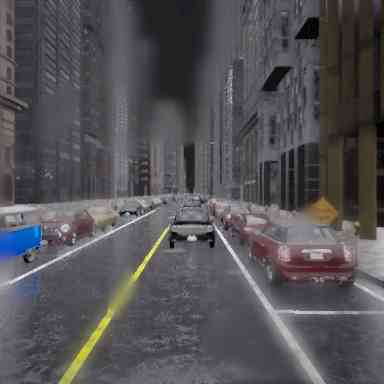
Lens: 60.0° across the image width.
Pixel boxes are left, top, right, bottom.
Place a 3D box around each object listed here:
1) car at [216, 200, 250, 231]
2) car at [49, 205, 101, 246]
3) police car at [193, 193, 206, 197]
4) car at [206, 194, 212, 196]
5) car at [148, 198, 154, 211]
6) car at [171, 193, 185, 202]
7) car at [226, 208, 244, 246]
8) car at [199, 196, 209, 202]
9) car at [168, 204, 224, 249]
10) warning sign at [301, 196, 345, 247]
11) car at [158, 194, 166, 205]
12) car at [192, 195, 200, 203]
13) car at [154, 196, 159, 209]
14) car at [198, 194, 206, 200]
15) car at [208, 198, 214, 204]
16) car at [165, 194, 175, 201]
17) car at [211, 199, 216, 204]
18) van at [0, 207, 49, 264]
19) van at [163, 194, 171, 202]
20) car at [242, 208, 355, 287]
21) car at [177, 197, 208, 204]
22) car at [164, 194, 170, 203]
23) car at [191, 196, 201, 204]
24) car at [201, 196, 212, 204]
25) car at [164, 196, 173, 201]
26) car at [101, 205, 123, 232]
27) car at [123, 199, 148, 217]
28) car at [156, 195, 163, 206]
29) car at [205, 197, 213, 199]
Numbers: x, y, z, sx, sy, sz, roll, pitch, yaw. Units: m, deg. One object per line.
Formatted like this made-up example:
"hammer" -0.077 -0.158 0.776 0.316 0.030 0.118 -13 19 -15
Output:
"car" 2.760 1.442 20.566 1.967 1.590 4.097 0 0 0
"car" -5.765 1.440 14.917 1.967 1.590 4.097 0 0 0
"police car" 0.887 1.449 57.069 1.930 1.638 5.238 0 0 0
"car" 2.759 1.341 60.050 2.192 1.841 5.009 0 0 0
"car" -5.765 1.534 37.310 1.752 1.417 4.829 0 0 0
"car" -3.000 1.343 76.740 2.097 1.767 4.553 0 0 0
"car" 2.761 1.582 14.926 1.802 1.307 4.206 0 0 0
"car" 2.760 1.596 76.971 2.008 1.369 4.403 0 0 0
"car" 0.000 1.496 14.651 2.128 1.511 4.902 0 0 0
"warning sign" 5.070 1.115 12.955 1.300 1.860 1.060 0 0 0
"car" -5.765 1.546 54.232 1.752 1.417 4.829 0 0 0
"car" 0.900 1.495 73.148 1.801 1.575 5.366 0 0 0
"car" -5.765 1.578 43.121 1.947 1.339 4.313 0 0 0
"car" 2.759 1.510 93.892 1.967 1.590 4.097 0 0 0
"car" 2.760 1.551 31.847 1.887 1.381 4.507 0 0 0
"car" -5.766 1.376 88.246 2.192 1.841 5.009 0 0 0
"car" 2.760 1.529 26.377 1.752 1.417 4.829 0 0 0
"van" -5.765 1.340 9.276 1.690 1.788 3.998 0 0 0
"van" -5.766 1.386 76.965 1.690 1.788 3.998 0 0 0
"car" 2.760 1.439 9.285 1.967 1.590 4.097 0 0 0
"car" 0.000 1.501 29.651 2.128 1.511 4.902 0 0 0
"car" -5.766 1.341 60.043 2.192 1.841 5.009 0 0 0
"car" 0.778 1.515 66.930 1.882 1.535 5.008 0 0 -2
"car" 2.760 1.582 65.690 2.008 1.369 4.403 0 0 0
"car" -5.765 1.603 82.605 2.008 1.369 4.403 0 0 0
"car" -5.765 1.527 20.388 1.752 1.417 4.829 0 0 0
"car" -5.765 1.572 31.839 1.947 1.339 4.313 0 0 0
"car" -5.765 1.541 48.591 1.752 1.417 4.829 0 0 0
"car" 2.760 1.554 37.488 1.887 1.381 4.507 0 0 0
